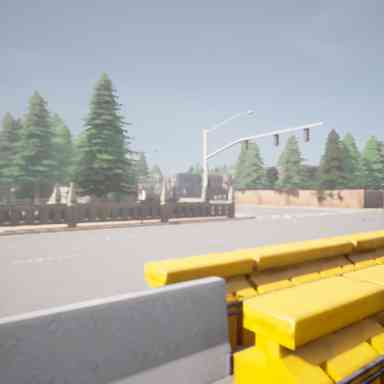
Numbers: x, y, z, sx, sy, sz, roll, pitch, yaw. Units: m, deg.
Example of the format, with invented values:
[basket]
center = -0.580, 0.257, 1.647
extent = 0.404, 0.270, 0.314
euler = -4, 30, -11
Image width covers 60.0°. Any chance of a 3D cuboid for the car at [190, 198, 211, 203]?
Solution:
[car]
center = 0.778, 1.567, 49.337
extent = 2.033, 1.411, 5.357
euler = 0, 0, -35
